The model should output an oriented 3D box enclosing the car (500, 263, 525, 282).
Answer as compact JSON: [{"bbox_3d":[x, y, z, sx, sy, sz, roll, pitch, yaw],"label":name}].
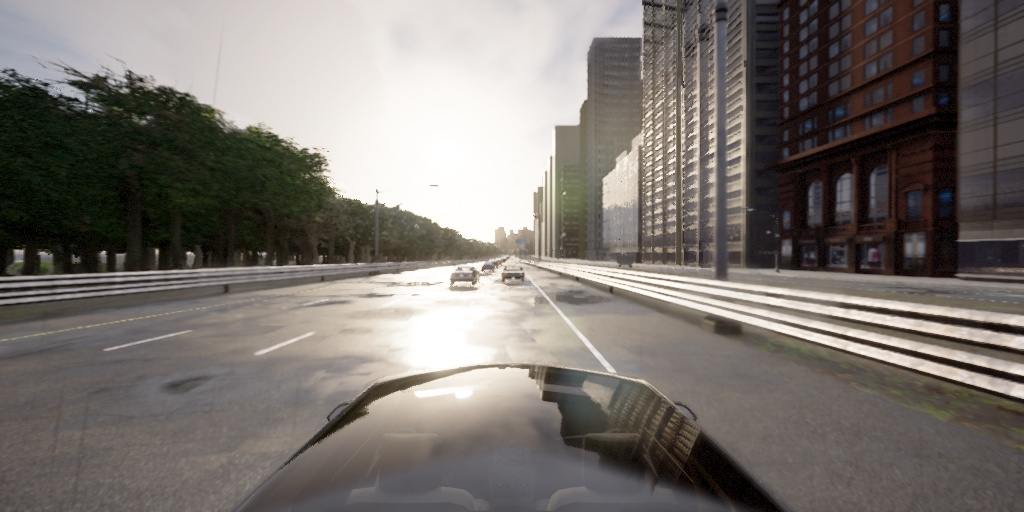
[{"bbox_3d":[0.090,1.500,31.141,1.895,1.301,4.718,0,0,0],"label":"car"}]

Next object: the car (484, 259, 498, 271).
[{"bbox_3d":[-3.614,1.584,55.393,1.812,1.442,4.674,0,0,0],"label":"car"}]

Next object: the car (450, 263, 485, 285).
[{"bbox_3d":[-3.519,1.426,27.420,2.033,1.411,5.357,0,0,0],"label":"car"}]
